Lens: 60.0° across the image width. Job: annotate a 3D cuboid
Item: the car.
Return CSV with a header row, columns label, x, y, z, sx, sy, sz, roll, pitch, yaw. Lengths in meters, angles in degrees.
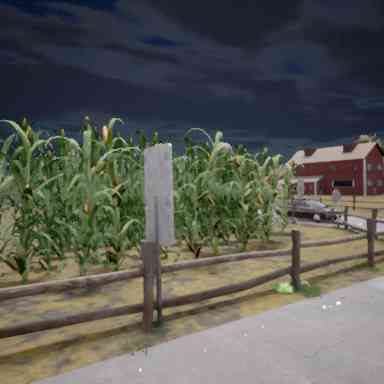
label,x,y,z,sx,sy,sz,roll,pitch,yaw
car,8.382,1.324,24.215,1.837,1.490,4.892,-2,2,-34
